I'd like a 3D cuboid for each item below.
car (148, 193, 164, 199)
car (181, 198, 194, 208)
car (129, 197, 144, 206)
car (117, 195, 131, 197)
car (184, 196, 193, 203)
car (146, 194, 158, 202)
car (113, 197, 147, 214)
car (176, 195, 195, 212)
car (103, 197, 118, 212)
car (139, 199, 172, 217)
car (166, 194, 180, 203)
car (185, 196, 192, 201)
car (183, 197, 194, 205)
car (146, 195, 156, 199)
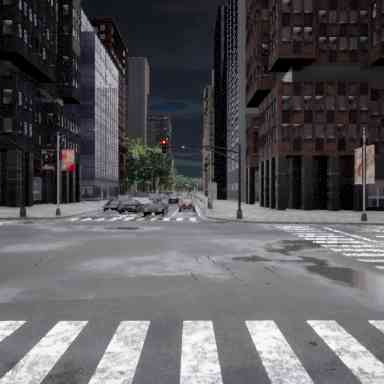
[{"bbox_3d":[-6.499,1.268,55.909,2.150,2.045,5.566,0,0,-1],"label":"car"},{"bbox_3d":[-0.620,1.614,49.799,1.802,1.307,4.206,0,0,0],"label":"car"},{"bbox_3d":[-9.173,1.570,55.015,1.752,1.417,4.829,0,0,0],"label":"car"},{"bbox_3d":[-9.118,1.335,44.334,2.192,1.841,5.009,0,0,0],"label":"car"},{"bbox_3d":[-0.736,1.612,71.669,1.752,1.417,4.829,0,0,0],"label":"car"},{"bbox_3d":[-9.290,1.417,76.889,2.192,1.841,5.009,0,0,0],"label":"car"},{"bbox_3d":[-6.402,1.547,35.040,2.033,1.411,5.357,0,0,0],"label":"car"},{"bbox_3d":[-0.563,1.448,38.950,1.967,1.590,4.097,0,0,0],"label":"car"},{"bbox_3d":[-9.088,1.574,38.907,1.947,1.339,4.313,0,0,0],"label":"car"},{"bbox_3d":[-3.310,1.592,31.057,1.895,1.301,4.718,0,0,2],"label":"car"},{"bbox_3d":[-3.348,1.541,62.319,1.882,1.535,5.008,0,-1,0],"label":"car"},{"bbox_3d":[-0.852,1.695,93.199,1.887,1.381,4.507,0,0,0],"label":"car"},{"bbox_3d":[-0.678,1.603,60.649,1.887,1.381,4.507,0,0,0],"label":"car"},{"bbox_3d":[-6.455,1.548,45.266,1.812,1.442,4.674,0,0,0],"label":"car"}]
